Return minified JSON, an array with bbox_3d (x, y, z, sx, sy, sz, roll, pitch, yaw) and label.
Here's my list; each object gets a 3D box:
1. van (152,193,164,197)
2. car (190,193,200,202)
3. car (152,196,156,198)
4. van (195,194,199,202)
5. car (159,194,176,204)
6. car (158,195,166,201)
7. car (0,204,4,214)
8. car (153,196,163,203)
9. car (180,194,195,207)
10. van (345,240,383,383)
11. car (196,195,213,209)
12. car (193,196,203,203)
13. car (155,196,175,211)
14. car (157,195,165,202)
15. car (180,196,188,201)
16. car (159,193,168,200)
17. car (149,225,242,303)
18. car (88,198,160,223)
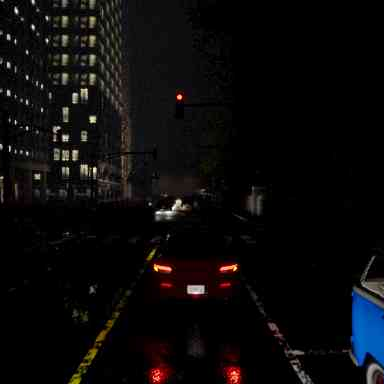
[{"bbox_3d":[-6.637,1.314,61.926,1.690,1.788,3.998,0,0,-2],"label":"van"},{"bbox_3d":[0.724,1.271,78.931,2.192,1.841,5.009,0,0,-3],"label":"car"},{"bbox_3d":[-5.840,1.539,39.755,2.008,1.369,4.403,0,0,-1],"label":"car"},{"bbox_3d":[1.738,1.322,51.219,1.690,1.788,3.998,0,0,-2],"label":"van"},{"bbox_3d":[-3.659,1.486,50.453,1.837,1.490,4.892,0,0,-1],"label":"car"},{"bbox_3d":[-7.544,1.532,84.100,1.802,1.307,4.206,0,0,-3],"label":"car"},{"bbox_3d":[-18.226,1.377,28.493,4.206,1.307,1.802,1,0,3],"label":"car"},{"bbox_3d":[-6.839,1.512,67.469,1.887,1.381,4.507,0,0,-2],"label":"car"},{"bbox_3d":[-0.759,1.485,51.974,1.837,1.490,4.892,0,0,-2],"label":"car"},{"bbox_3d":[2.558,1.341,2.132,1.690,1.788,3.998,0,0,0],"label":"van"},{"bbox_3d":[1.890,1.509,45.847,1.752,1.417,4.829,0,0,-2],"label":"car"},{"bbox_3d":[1.171,1.492,68.013,1.752,1.417,4.829,0,0,-2],"label":"car"},{"bbox_3d":[-3.415,1.551,40.418,1.994,1.385,4.181,0,0,-3],"label":"car"},{"bbox_3d":[-7.292,1.501,78.556,1.887,1.381,4.507,0,0,-2],"label":"car"},{"bbox_3d":[-1.917,1.549,80.592,1.895,1.301,4.718,0,0,-3],"label":"car"},{"bbox_3d":[-8.094,1.252,95.181,2.192,1.841,5.009,0,0,-3],"label":"car"},{"bbox_3d":[0.052,1.525,8.067,1.812,1.442,4.674,0,0,0],"label":"car"},{"bbox_3d":[-5.263,1.439,25.037,4.902,1.511,2.128,0,1,-30],"label":"car"}]
